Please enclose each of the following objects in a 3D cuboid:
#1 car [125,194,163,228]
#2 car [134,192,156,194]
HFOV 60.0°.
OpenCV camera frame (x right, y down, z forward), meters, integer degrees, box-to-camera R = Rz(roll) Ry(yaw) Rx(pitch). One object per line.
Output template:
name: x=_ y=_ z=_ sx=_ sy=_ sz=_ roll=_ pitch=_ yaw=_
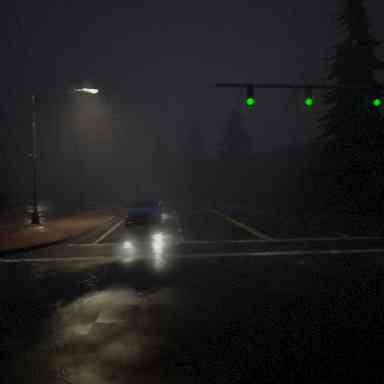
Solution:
car: x=-2.744 y=1.129 z=19.514 sx=1.882 sy=1.535 sz=5.008 roll=-1 pitch=1 yaw=-4
car: x=-3.818 y=0.827 z=29.399 sx=2.097 sy=1.767 sz=4.553 roll=-1 pitch=1 yaw=-9
